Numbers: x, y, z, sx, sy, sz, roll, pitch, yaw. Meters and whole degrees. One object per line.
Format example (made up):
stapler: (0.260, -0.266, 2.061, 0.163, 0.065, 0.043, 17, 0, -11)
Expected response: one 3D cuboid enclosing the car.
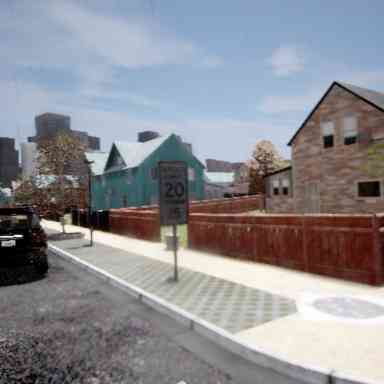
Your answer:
car: (-6.353, 1.565, 11.323, 2.150, 2.045, 5.566, -1, -1, -31)
